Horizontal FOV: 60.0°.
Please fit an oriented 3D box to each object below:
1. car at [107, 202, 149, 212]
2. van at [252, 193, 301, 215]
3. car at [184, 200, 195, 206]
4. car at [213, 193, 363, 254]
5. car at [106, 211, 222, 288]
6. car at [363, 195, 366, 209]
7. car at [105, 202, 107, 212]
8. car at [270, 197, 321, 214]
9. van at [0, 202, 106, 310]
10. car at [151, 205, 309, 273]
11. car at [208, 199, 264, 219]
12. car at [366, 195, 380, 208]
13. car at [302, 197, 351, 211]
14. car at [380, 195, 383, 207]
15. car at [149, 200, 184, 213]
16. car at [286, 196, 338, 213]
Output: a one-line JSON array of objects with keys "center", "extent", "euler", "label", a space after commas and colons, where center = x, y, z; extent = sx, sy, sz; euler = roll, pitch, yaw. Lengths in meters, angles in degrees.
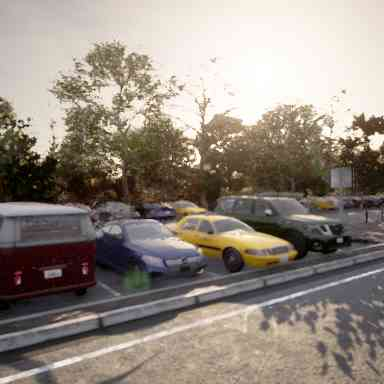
[{"center": [-5.266, 1.436, 22.921], "extent": [2.231, 1.521, 4.892], "euler": [-1, 0, -36], "label": "car"}, {"center": [8.213, 1.087, 32.696], "extent": [1.878, 1.987, 4.442], "euler": [-1, 0, -36], "label": "van"}, {"center": [-0.640, 1.391, 25.993], "extent": [1.946, 1.575, 5.366], "euler": [-1, 0, -36], "label": "car"}, {"center": [3.068, 1.177, 12.759], "extent": [2.435, 2.045, 5.566], "euler": [0, 0, -36], "label": "car"}, {"center": [-1.508, 1.509, 9.524], "extent": [2.002, 1.452, 4.674], "euler": [-1, 0, -36], "label": "car"}, {"center": [17.294, 1.109, 39.086], "extent": [2.185, 1.767, 4.553], "euler": [0, 0, -36], "label": "car"}, {"center": [-7.523, 1.455, 21.305], "extent": [2.097, 1.535, 5.008], "euler": [-1, 0, -36], "label": "car"}, {"center": [10.541, 1.333, 34.214], "extent": [2.002, 1.452, 4.674], "euler": [-1, 0, -36], "label": "car"}, {"center": [-3.856, 1.264, 7.985], "extent": [1.878, 1.987, 4.442], "euler": [-1, 0, -36], "label": "van"}, {"center": [0.881, 1.446, 11.001], "extent": [1.946, 1.575, 5.366], "euler": [-1, 0, -36], "label": "car"}, {"center": [3.785, 1.383, 29.350], "extent": [2.163, 1.488, 4.792], "euler": [-1, 0, -36], "label": "car"}, {"center": [19.567, 1.215, 40.681], "extent": [2.097, 1.535, 5.008], "euler": [0, 0, -36], "label": "car"}, {"center": [15.057, 1.294, 37.445], "extent": [2.002, 1.452, 4.674], "euler": [-1, 0, -36], "label": "car"}, {"center": [21.832, 1.197, 42.285], "extent": [2.231, 1.521, 4.892], "euler": [0, 0, -36], "label": "car"}, {"center": [-3.022, 1.444, 24.554], "extent": [2.163, 1.488, 4.792], "euler": [-1, 0, -36], "label": "car"}, {"center": [12.801, 1.273, 35.828], "extent": [2.097, 1.535, 5.008], "euler": [-1, 0, -36], "label": "car"}]
